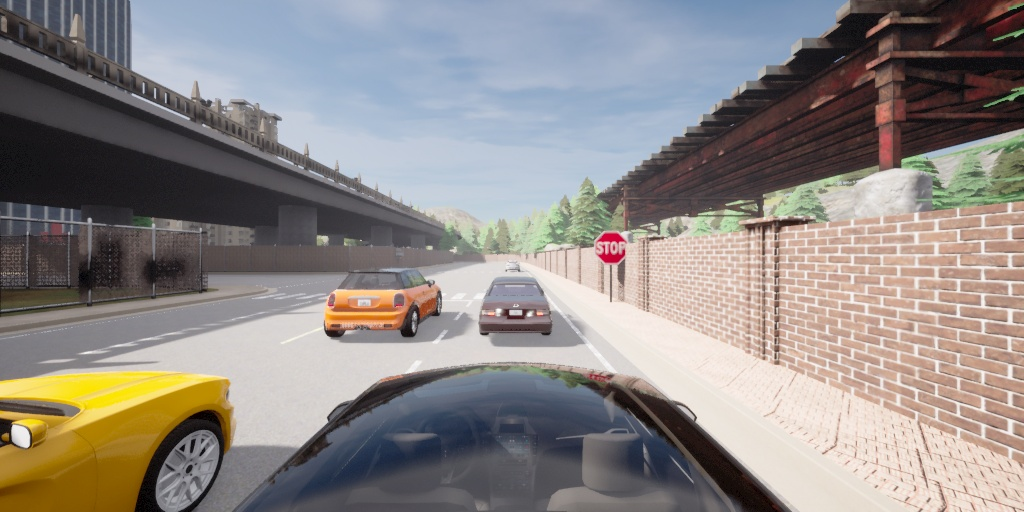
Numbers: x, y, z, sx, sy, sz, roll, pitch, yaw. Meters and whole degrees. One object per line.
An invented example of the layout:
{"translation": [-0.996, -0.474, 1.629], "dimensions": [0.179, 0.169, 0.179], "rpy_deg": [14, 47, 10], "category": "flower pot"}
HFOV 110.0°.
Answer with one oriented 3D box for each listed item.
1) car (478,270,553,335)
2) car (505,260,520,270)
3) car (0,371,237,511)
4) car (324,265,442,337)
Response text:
{"translation": [0.082, 1.297, 10.434], "dimensions": [2.033, 1.411, 5.357], "rpy_deg": [0, 0, 0], "category": "car"}
{"translation": [0.085, 1.276, 46.303], "dimensions": [1.812, 1.442, 4.674], "rpy_deg": [0, 0, -1], "category": "car"}
{"translation": [-3.397, 1.228, 1.155], "dimensions": [1.882, 1.535, 5.008], "rpy_deg": [0, 0, 0], "category": "car"}
{"translation": [-3.419, 1.102, 10.413], "dimensions": [2.097, 1.767, 4.553], "rpy_deg": [0, 0, 0], "category": "car"}
